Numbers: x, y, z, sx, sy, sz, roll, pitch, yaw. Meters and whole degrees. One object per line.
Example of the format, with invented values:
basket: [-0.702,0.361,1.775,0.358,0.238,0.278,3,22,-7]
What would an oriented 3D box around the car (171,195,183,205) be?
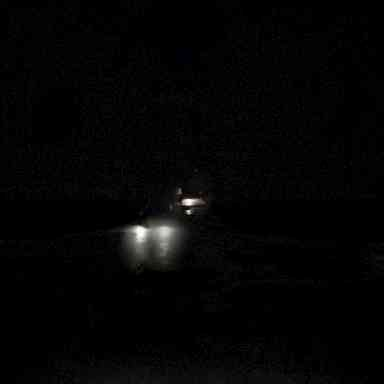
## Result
car: [-2.358,1.154,49.917,2.033,1.411,5.357,0,0,0]

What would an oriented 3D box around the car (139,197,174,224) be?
car: [-2.561,1.361,23.724,1.882,1.535,5.008,0,1,0]
